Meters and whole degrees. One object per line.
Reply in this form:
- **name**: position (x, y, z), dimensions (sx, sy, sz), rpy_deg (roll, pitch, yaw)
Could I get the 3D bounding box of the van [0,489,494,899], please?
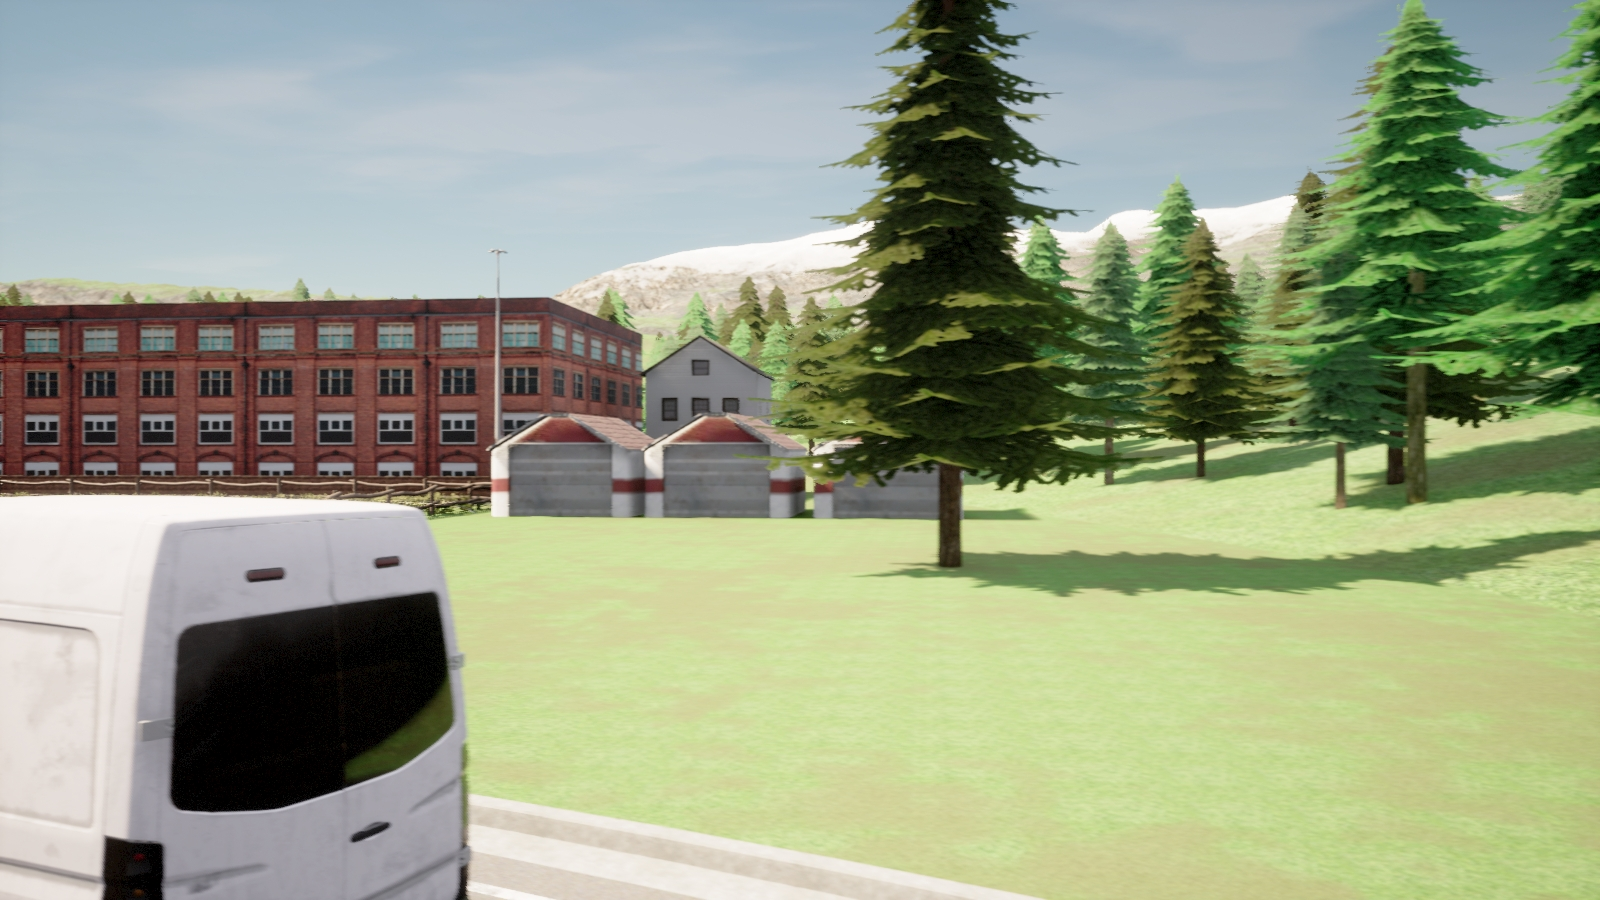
- **van**: position (-4.715, 1.538, 6.340), dimensions (5.915, 2.561, 1.988), rpy_deg (0, -1, 25)
